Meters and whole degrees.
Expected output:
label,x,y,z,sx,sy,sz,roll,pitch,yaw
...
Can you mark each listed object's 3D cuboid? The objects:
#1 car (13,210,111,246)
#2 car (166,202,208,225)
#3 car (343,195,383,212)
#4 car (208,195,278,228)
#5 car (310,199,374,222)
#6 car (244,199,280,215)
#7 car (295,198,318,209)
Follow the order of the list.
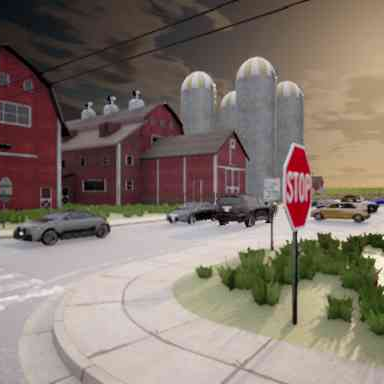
label,x,y,z,sx,sy,sz,roll,pitch,yaw
car,-5.819,1.529,15.284,1.994,1.385,4.181,0,0,38
car,0.166,1.456,23.731,2.128,1.511,4.902,0,0,35
car,18.464,1.295,36.693,3.866,1.878,1.905,0,0,35
car,3.653,1.195,22.326,2.150,2.045,5.566,0,0,35
car,11.196,1.490,25.324,4.193,1.474,1.816,0,0,35
car,7.192,1.469,33.879,1.837,1.490,4.892,0,0,35
car,16.072,1.606,46.556,1.895,1.301,4.718,0,0,35
